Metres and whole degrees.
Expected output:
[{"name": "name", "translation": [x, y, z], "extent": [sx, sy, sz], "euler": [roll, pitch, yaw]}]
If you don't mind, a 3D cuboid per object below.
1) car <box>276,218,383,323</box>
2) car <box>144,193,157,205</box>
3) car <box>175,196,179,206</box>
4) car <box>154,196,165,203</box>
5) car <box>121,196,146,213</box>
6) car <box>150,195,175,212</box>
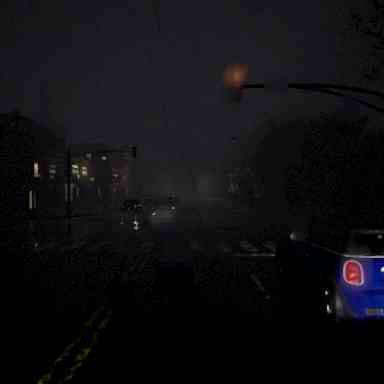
[{"name": "car", "translation": [3.346, 1.344, 7.349], "extent": [2.097, 1.767, 4.553], "euler": [0, 0, 0]}, {"name": "car", "translation": [-6.700, 1.171, 53.179], "extent": [2.150, 2.045, 5.566], "euler": [0, 0, 0]}, {"name": "car", "translation": [-3.440, 1.455, 50.460], "extent": [1.837, 1.490, 4.892], "euler": [0, 0, 0]}, {"name": "car", "translation": [-6.676, 1.485, 68.823], "extent": [1.994, 1.385, 4.181], "euler": [0, 0, 0]}, {"name": "car", "translation": [-6.668, 1.489, 37.300], "extent": [1.812, 1.442, 4.674], "euler": [0, 0, 1]}, {"name": "car", "translation": [-3.407, 1.439, 39.126], "extent": [1.882, 1.535, 5.008], "euler": [0, 0, 0]}]
